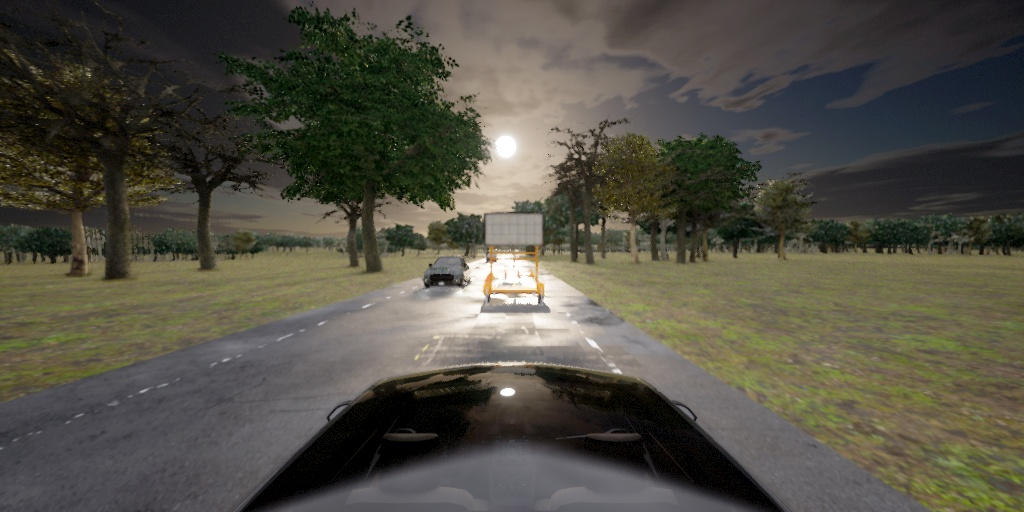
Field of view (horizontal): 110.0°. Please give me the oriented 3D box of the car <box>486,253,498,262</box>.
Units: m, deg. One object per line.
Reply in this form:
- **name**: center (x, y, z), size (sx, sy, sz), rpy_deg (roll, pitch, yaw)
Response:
- **car**: center (-3.539, 0.267, 63.088), size (1.882, 1.535, 5.008), rpy_deg (0, 1, 0)

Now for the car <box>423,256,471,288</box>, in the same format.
- **car**: center (-3.593, 0.789, 20.542), size (2.097, 1.767, 4.553), rpy_deg (0, 1, 0)

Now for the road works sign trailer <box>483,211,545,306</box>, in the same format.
- **road works sign trailer**: center (0.084, 0.001, 14.497), size (2.380, 3.560, 2.880), rpy_deg (0, 0, 0)
